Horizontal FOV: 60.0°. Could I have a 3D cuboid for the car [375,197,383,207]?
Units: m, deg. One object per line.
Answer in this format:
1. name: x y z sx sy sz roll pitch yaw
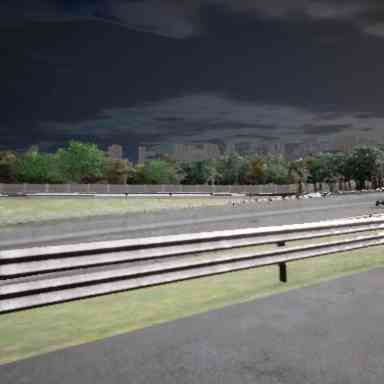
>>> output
1. car: 34.477 1.581 58.625 4.553 1.767 2.097 -3 2 -29
